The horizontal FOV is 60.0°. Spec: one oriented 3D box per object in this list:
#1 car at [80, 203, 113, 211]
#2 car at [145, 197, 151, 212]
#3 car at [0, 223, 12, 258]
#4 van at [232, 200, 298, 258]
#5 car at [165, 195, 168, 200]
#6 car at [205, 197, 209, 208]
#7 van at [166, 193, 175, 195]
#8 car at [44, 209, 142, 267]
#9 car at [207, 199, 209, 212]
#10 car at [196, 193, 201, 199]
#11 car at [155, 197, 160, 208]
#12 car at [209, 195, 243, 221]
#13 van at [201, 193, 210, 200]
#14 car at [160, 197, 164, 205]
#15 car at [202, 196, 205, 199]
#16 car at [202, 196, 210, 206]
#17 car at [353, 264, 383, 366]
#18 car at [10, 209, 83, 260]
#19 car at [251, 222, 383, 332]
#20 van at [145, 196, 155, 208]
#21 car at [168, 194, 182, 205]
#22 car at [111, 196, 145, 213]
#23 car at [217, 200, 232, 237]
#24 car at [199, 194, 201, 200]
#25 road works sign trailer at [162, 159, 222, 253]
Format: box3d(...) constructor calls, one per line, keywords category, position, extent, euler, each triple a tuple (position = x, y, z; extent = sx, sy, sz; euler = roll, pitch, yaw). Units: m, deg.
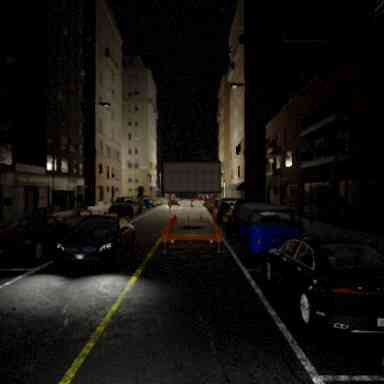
box3d(category="car", position=(-5.859, 1.517, 17.892), extent=(1.752, 1.417, 4.829), euler=(0, 0, 0))
box3d(category="car", position=(-5.861, 1.531, 35.067), extent=(2.008, 1.369, 4.403), euler=(0, 0, 0))
box3d(category="car", position=(-5.858, 1.563, 6.726), extent=(1.947, 1.339, 4.313), euler=(0, 0, 0))
box3d(category="van", position=(2.666, 1.335, 12.403), extent=(1.690, 1.788, 3.998), euler=(0, 0, 0))
box3d(category="car", position=(-5.862, 1.503, 57.740), extent=(2.008, 1.369, 4.403), euler=(0, 0, 0))
box3d(category="car", position=(2.665, 1.546, 35.081), extent=(1.947, 1.339, 4.313), euler=(0, 0, 0))
box3d(category="van", position=(-5.864, 1.246, 84.936), extent=(1.690, 1.788, 3.998), euler=(0, 0, 0))
box3d(category="car", position=(-3.101, 1.520, 11.516), extent=(1.812, 1.442, 4.674), euler=(0, 0, 0))
box3d(category="car", position=(2.665, 1.549, 29.412), extent=(1.947, 1.339, 4.313), euler=(0, 0, 0))
box3d(category="car", position=(2.662, 1.345, 84.954), extent=(1.967, 1.590, 4.097), euler=(0, 0, 0))
box3d(category="car", position=(-5.861, 1.496, 46.234), extent=(1.752, 1.417, 4.829), euler=(0, 0, 0))
box3d(category="car", position=(2.665, 1.302, 23.742), extent=(2.192, 1.841, 5.009), euler=(0, 0, 0))
box3d(category="van", position=(2.664, 1.303, 52.089), extent=(1.690, 1.788, 3.998), euler=(0, 0, 0))
box3d(category="car", position=(-5.862, 1.488, 51.903), extent=(1.752, 1.417, 4.829), euler=(0, 0, 0))
box3d(category="car", position=(2.665, 1.552, 46.419), extent=(1.802, 1.307, 4.206), euler=(0, 0, 0))
box3d(category="car", position=(2.665, 1.527, 40.749), extent=(2.008, 1.369, 4.403), euler=(0, 0, 0))
box3d(category="car", position=(2.667, 1.525, 1.234), extent=(1.752, 1.417, 4.829), euler=(0, 0, 0))
box3d(category="car", position=(-5.859, 1.539, 12.393), extent=(1.887, 1.381, 4.507), euler=(0, 0, 0))
box3d(category="car", position=(2.667, 1.548, 6.734), extent=(2.008, 1.369, 4.403), euler=(0, 0, 0))
box3d(category="van", position=(-5.861, 1.318, 40.735), extent=(1.690, 1.788, 3.998), euler=(0, 0, 0))
box3d(category="car", position=(-3.005, 1.556, 58.051), extent=(1.895, 1.301, 4.718), euler=(0, 0, 0))
box3d(category="car", position=(-5.860, 1.299, 29.399), extent=(2.192, 1.841, 5.009), euler=(0, 0, 0))
box3d(category="car", position=(2.666, 1.431, 18.073), extent=(1.967, 1.590, 4.097), euler=(0, 0, 0))
box3d(category="car", position=(2.664, 1.477, 57.929), extent=(1.752, 1.417, 4.829), euler=(0, 0, 0))
box3d(category="road works sign trailer", position=(-0.001, 0.458, 13.713), extent=(2.380, 3.560, 2.880), euler=(0, 0, 0))
